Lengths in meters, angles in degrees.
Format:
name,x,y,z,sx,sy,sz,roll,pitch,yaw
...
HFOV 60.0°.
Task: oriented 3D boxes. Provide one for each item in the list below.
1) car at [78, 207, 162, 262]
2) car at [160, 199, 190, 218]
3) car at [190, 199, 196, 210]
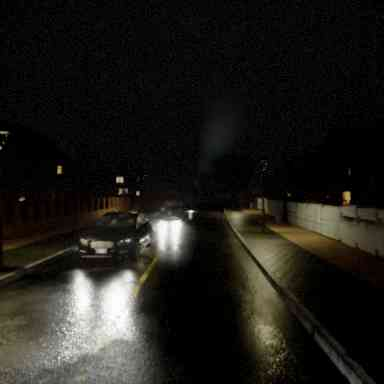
name,x,y,z,sx,sy,sz,roll,pitch,yaw
car,-2.589,1.484,12.247,2.128,1.511,4.902,0,0,2
car,-1.659,1.497,29.688,2.128,1.511,4.902,0,0,4
car,-0.525,1.569,43.076,2.033,1.411,5.357,0,0,6
